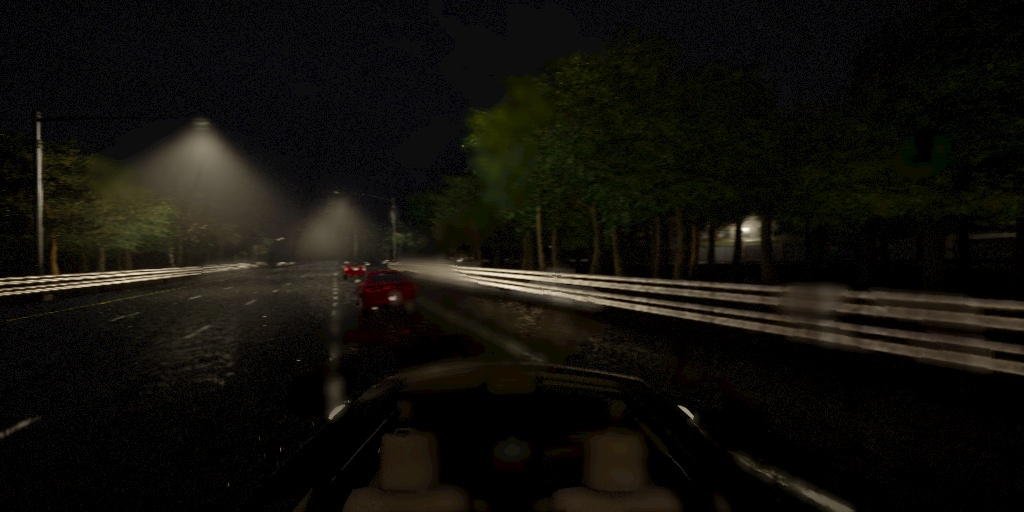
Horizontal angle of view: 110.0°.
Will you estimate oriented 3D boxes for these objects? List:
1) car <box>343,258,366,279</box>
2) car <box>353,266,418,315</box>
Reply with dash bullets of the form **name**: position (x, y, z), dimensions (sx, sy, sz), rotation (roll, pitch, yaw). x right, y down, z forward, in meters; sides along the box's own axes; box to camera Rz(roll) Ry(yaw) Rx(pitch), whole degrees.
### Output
- **car**: position (-16.591, 1.398, 37.764), dimensions (2.097, 1.767, 4.553), rotation (-1, 0, -26)
- **car**: position (-5.110, 1.324, 14.362), dimensions (1.882, 1.535, 5.008), rotation (-1, 0, -26)
